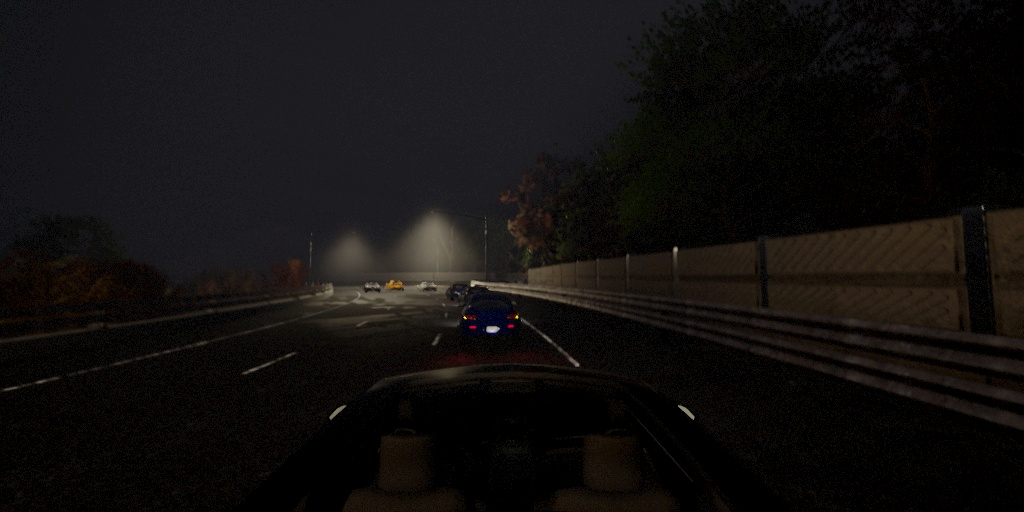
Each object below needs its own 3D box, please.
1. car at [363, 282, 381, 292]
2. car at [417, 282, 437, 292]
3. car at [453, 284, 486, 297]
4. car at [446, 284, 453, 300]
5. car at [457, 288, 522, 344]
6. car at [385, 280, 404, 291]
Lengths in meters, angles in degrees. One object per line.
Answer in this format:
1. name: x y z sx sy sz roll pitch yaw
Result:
1. car: -19.030 4.229 48.439 1.895 1.301 4.718 2 -4 -27
2. car: -11.903 4.293 49.838 1.895 1.301 4.718 2 -4 -26
3. car: -2.244 2.582 22.121 2.033 1.411 5.357 1 -3 -14
4. car: -4.793 3.182 32.198 2.033 1.411 5.357 1 -3 -16
5. car: -0.786 1.961 12.008 1.812 1.442 4.674 0 -4 -6
6. car: -17.188 4.332 52.363 1.882 1.535 5.008 2 -4 -28
